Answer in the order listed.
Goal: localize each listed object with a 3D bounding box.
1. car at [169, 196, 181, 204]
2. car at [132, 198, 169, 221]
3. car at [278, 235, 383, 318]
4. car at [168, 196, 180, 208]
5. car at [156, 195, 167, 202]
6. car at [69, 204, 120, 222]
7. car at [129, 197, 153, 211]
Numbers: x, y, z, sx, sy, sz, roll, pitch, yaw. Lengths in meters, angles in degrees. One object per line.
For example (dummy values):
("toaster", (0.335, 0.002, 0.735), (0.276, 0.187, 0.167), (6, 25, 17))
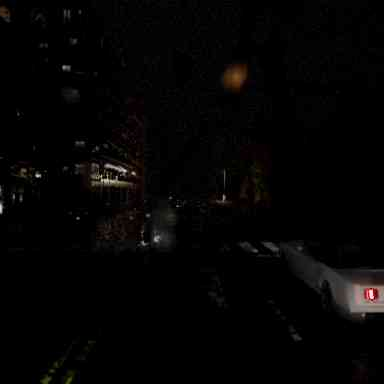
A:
("car", (-3.329, 1.571, 65.877), (1.882, 1.535, 5.008), (0, 0, 1))
("car", (-3.373, 1.548, 27.949), (2.128, 1.511, 4.902), (0, 0, 0))
("car", (3.342, 1.609, 7.386), (1.895, 1.301, 4.718), (0, 0, 0))
("car", (-3.373, 1.613, 50.336), (2.033, 1.411, 5.357), (0, 0, 0))
("car", (-6.551, 1.466, 72.569), (1.994, 1.385, 4.181), (0, 0, 0))
("car", (-8.038, 1.678, 27.765), (1.895, 1.301, 4.718), (0, 1, 20))
("car", (-6.633, 1.600, 41.813), (2.033, 1.411, 5.357), (0, 0, 0))
